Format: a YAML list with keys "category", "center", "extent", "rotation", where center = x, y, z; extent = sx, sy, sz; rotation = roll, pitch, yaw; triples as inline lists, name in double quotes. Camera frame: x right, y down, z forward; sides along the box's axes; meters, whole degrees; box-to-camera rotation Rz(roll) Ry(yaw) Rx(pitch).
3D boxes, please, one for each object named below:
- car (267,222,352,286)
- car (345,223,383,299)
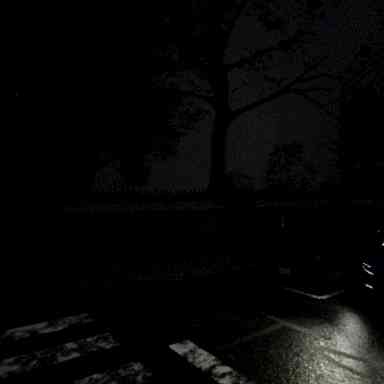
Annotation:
- category: "car"
  center: [4.049, 1.573, 9.447]
  extent: [4.313, 1.339, 1.947]
  rotation: [0, 0, -36]
- category: "car"
  center: [5.770, 1.484, 7.483]
  extent: [5.008, 1.535, 1.882]
  rotation: [0, 0, -35]
